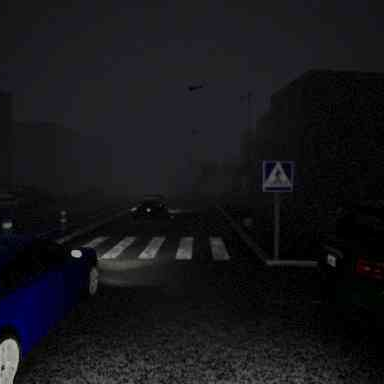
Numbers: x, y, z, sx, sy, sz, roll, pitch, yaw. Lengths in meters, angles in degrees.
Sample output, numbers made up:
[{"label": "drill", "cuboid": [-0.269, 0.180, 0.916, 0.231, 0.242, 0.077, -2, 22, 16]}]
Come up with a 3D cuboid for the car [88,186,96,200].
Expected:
[{"label": "car", "cuboid": [-15.667, 0.305, 43.553, 5.008, 1.535, 2.097, 0, 1, 0]}]

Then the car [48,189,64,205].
[{"label": "car", "cuboid": [-15.722, 0.535, 32.532, 5.008, 1.535, 2.097, 0, 1, 0]}]

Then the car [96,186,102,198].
[{"label": "car", "cuboid": [-15.666, 0.256, 46.309, 5.008, 1.535, 2.097, 0, 1, 0]}]

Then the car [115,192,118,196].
[{"label": "car", "cuboid": [-15.431, 0.096, 57.331, 5.366, 1.575, 1.946, 0, 1, 0]}]

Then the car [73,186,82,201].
[{"label": "car", "cuboid": [-15.701, 0.414, 38.042, 4.892, 1.521, 2.231, 0, 1, 0]}]

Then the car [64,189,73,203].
[{"label": "car", "cuboid": [-15.676, 0.502, 35.287, 4.792, 1.488, 2.163, 0, 1, 0]}]

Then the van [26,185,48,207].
[{"label": "van", "cuboid": [-15.842, 0.372, 29.892, 4.442, 1.987, 1.878, 0, 2, 0]}]

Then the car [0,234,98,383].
[{"label": "car", "cuboid": [-2.857, 1.357, 4.865, 1.882, 1.535, 5.008, 0, 2, 0]}]

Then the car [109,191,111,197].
[{"label": "car", "cuboid": [-15.606, 0.045, 51.817, 4.553, 1.767, 2.185, 0, 1, 0]}]

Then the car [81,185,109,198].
[{"label": "car", "cuboid": [-15.678, -0.040, 49.061, 5.566, 2.045, 2.435, 0, 1, 0]}]

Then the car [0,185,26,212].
[{"label": "car", "cuboid": [-15.720, 0.494, 24.256, 5.566, 2.045, 2.435, 0, 2, 0]}]

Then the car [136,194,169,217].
[{"label": "car", "cuboid": [-2.672, 0.873, 22.972, 1.812, 1.442, 4.674, 0, 2, 1]}]

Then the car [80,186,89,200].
[{"label": "car", "cuboid": [-15.689, 0.358, 40.798, 4.892, 1.521, 2.231, 0, 1, 0]}]

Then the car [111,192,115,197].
[{"label": "car", "cuboid": [-15.631, 0.173, 54.575, 4.674, 1.452, 2.002, 0, 1, 0]}]

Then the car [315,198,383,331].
[{"label": "car", "cuboid": [4.782, 1.138, 4.999, 5.566, 2.045, 2.435, 0, 2, 1]}]

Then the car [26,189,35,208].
[{"label": "car", "cuboid": [-15.742, 0.712, 27.022, 4.674, 1.452, 2.002, 0, 2, 0]}]
